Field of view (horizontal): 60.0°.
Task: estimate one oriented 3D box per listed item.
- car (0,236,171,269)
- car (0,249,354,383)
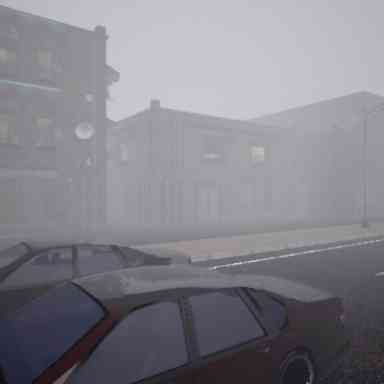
[{"bbox_3d":[-2.434,1.555,5.939,5.357,1.411,2.033,0,0,-35],"label":"car"},{"bbox_3d":[-0.549,1.554,3.293,5.357,1.411,2.033,0,0,-35],"label":"car"}]
